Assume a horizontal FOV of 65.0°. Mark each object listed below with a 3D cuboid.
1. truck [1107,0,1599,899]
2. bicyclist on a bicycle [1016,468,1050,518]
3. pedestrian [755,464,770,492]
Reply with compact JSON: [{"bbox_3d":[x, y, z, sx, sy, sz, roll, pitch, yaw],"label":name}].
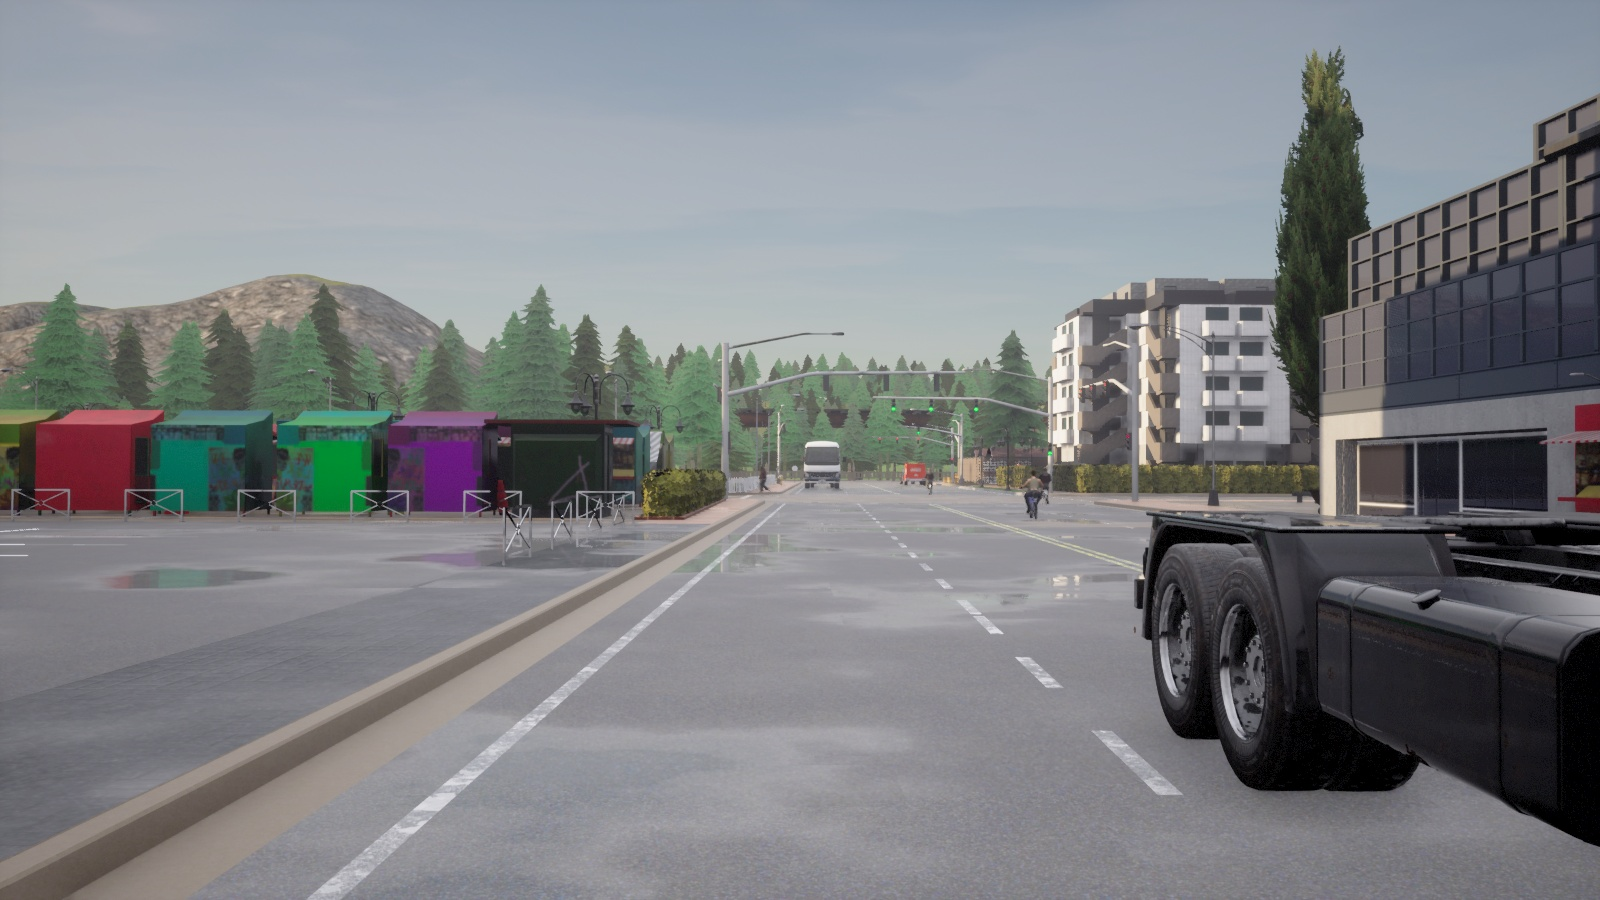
[{"bbox_3d":[3.537,-0.102,4.747,2.891,3.462,7.936,0,-1,1],"label":"truck"},{"bbox_3d":[7.699,1.416,41.552,0.866,1.612,1.509,0,-1,1],"label":"bicyclist on a bicycle"},{"bbox_3d":[-2.481,1.874,83.044,0.899,1.844,0.634,0,-1,-12],"label":"pedestrian"}]
